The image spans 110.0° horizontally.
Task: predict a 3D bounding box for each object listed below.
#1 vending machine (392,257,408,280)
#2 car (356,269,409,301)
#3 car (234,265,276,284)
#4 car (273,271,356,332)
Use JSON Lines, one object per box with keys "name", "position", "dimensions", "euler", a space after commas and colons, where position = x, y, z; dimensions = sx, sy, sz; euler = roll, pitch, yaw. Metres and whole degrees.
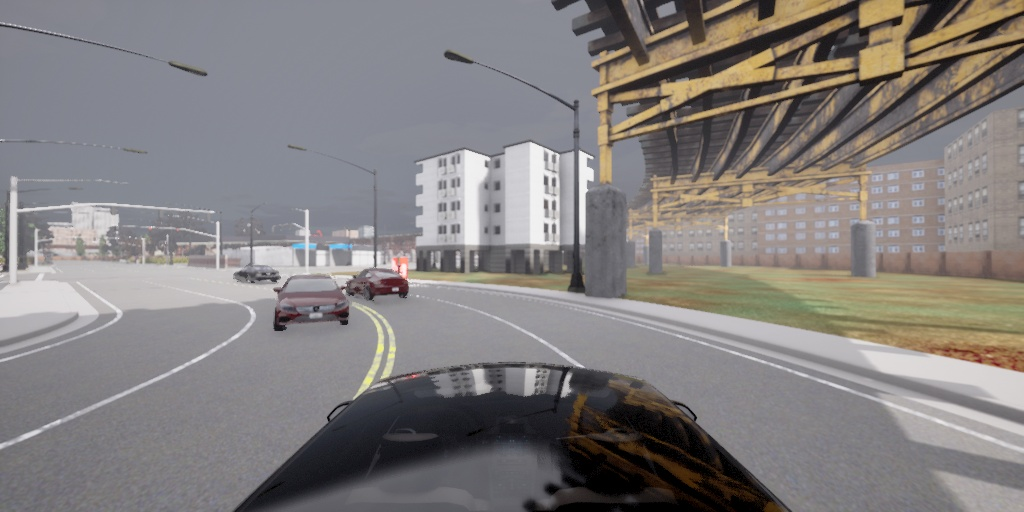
{"name": "vending machine", "position": [-9.233, 1.093, 29.538], "dimensions": [0.880, 2.100, 1.100], "euler": [0, 0, 37]}
{"name": "car", "position": [-6.800, 1.363, 17.963], "dimensions": [1.812, 1.442, 4.674], "euler": [1, -1, -41]}
{"name": "car", "position": [-20.783, 1.455, 29.182], "dimensions": [5.357, 1.411, 2.033], "euler": [0, 0, 37]}
{"name": "car", "position": [-6.430, 1.331, 11.466], "dimensions": [1.812, 1.442, 4.674], "euler": [1, -1, -32]}
